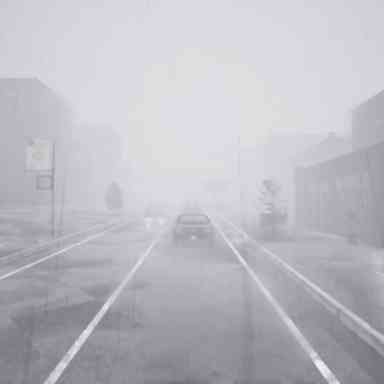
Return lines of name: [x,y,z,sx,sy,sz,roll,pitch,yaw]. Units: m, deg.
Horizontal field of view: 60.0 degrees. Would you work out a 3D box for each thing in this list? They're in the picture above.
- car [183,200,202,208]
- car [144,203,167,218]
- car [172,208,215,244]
car: [0.042,1.621,36.666,2.097,1.767,4.553,0,0,0]
car: [-3.537,1.817,33.142,1.994,1.385,4.181,0,0,0]
car: [0.061,1.709,16.541,1.895,1.301,4.718,0,0,0]
